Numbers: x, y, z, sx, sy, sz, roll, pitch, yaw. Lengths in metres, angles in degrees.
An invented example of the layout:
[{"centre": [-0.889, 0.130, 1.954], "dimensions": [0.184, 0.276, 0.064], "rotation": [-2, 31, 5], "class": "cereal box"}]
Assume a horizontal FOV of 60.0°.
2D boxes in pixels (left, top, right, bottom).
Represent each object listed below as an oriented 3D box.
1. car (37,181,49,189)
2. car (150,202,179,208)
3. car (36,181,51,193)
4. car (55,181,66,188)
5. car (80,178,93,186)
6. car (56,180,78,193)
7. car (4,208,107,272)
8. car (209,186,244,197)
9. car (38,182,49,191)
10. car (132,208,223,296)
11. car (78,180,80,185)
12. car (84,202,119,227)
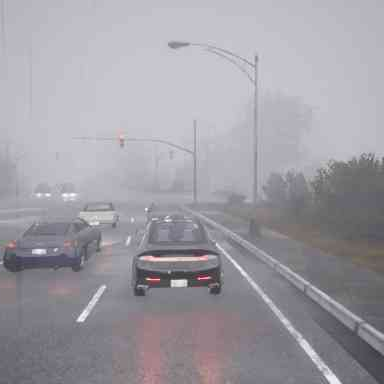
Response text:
[{"centre": [-31.451, -1.478, 70.028], "dimensions": [2.128, 1.511, 4.902], "rotation": [-1, 3, -25], "class": "car"}, {"centre": [-1.471, 1.218, 17.817], "dimensions": [2.033, 1.411, 5.357], "rotation": [0, 2, -9], "class": "car"}, {"centre": [-23.425, -0.529, 52.490], "dimensions": [1.994, 1.385, 4.181], "rotation": [-1, 3, -23], "class": "car"}, {"centre": [-28.539, -1.608, 72.055], "dimensions": [1.837, 1.490, 4.892], "rotation": [-1, 3, -25], "class": "car"}, {"centre": [-26.350, -2.473, 83.769], "dimensions": [2.150, 2.045, 5.566], "rotation": [-1, 3, -25], "class": "car"}, {"centre": [-20.360, -0.684, 54.080], "dimensions": [2.128, 1.511, 4.902], "rotation": [-2, 3, -27], "class": "car"}, {"centre": [-4.123, 1.452, 10.502], "dimensions": [1.994, 1.385, 4.181], "rotation": [0, 1, -6], "class": "car"}, {"centre": [4.808, -0.091, 46.025], "dimensions": [4.902, 1.511, 2.128], "rotation": [0, 3, -22], "class": "car"}, {"centre": [-27.046, -1.018, 60.610], "dimensions": [1.837, 1.490, 4.892], "rotation": [-1, 3, -24], "class": "car"}, {"centre": [-0.415, 1.409, 8.480], "dimensions": [2.128, 1.511, 4.902], "rotation": [0, 1, -4], "class": "car"}, {"centre": [-29.501, -2.142, 82.259], "dimensions": [1.882, 1.535, 5.008], "rotation": [-1, 3, -25], "class": "car"}, {"centre": [-5.259, 1.226, 19.224], "dimensions": [1.895, 1.301, 4.718], "rotation": [0, 2, -9], "class": "car"}]
